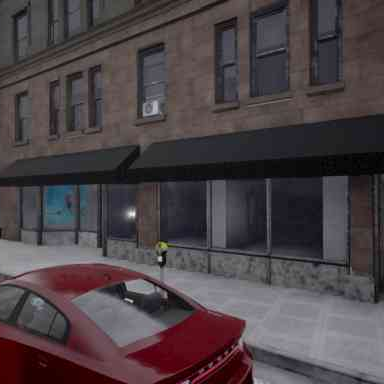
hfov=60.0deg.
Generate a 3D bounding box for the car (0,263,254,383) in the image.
[{"bbox_3d":[-1.519,1.545,3.932,4.507,1.381,1.887,0,0,35],"label":"car"}]
